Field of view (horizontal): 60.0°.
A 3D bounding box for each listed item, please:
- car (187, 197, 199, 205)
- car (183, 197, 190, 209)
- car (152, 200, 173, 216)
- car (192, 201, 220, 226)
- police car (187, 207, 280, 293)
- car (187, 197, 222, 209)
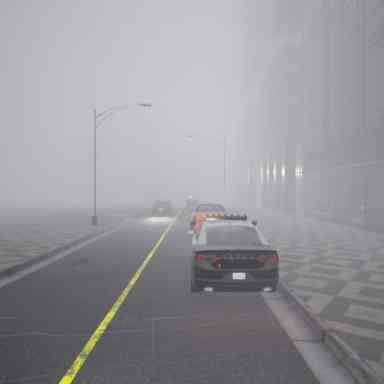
[{"bbox_3d":[0.130,1.600,60.389,2.128,1.511,4.902,0,0,0],"label":"car"},{"bbox_3d":[0.112,1.667,46.531,1.895,1.301,4.718,0,0,1],"label":"car"},{"bbox_3d":[-2.928,1.524,33.553,2.128,1.511,4.902,0,0,0],"label":"car"},{"bbox_3d":[0.952,1.496,24.928,1.882,1.535,5.008,0,0,0],"label":"car"},{"bbox_3d":[0.917,1.427,9.037,1.930,1.638,5.238,0,0,0],"label":"police car"},{"bbox_3d":[0.938,1.361,18.898,2.097,1.767,4.553,0,0,0],"label":"car"}]
